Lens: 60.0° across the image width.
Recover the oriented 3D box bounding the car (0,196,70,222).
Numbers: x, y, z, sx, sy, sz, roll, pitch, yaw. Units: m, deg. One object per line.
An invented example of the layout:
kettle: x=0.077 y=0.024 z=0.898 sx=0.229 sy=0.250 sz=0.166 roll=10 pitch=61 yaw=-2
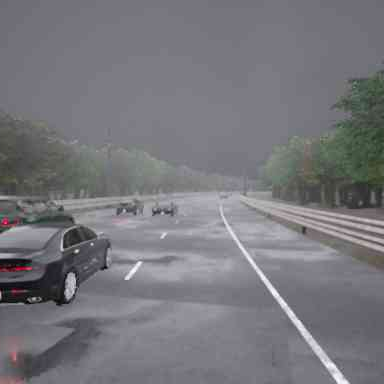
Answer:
car: x=-6.660 y=1.166 z=13.378 sx=2.150 sy=2.045 sz=5.566 roll=0 pitch=0 yaw=2

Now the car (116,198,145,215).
car: x=-5.779 y=1.376 z=31.539 sx=1.837 sy=1.490 sz=4.892 roll=0 pitch=0 yaw=4

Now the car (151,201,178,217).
car: x=-2.360 y=1.480 z=30.251 sx=1.895 sy=1.301 sz=4.718 roll=0 pitch=0 yaw=4

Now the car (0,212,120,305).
car: x=-3.286 y=1.473 z=7.992 sx=1.837 sy=1.490 sz=4.892 roll=0 pitch=0 yaw=1

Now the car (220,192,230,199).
car: x=8.062 y=1.088 z=84.560 sx=1.882 sy=1.535 sz=5.008 roll=0 pitch=0 yaw=9
